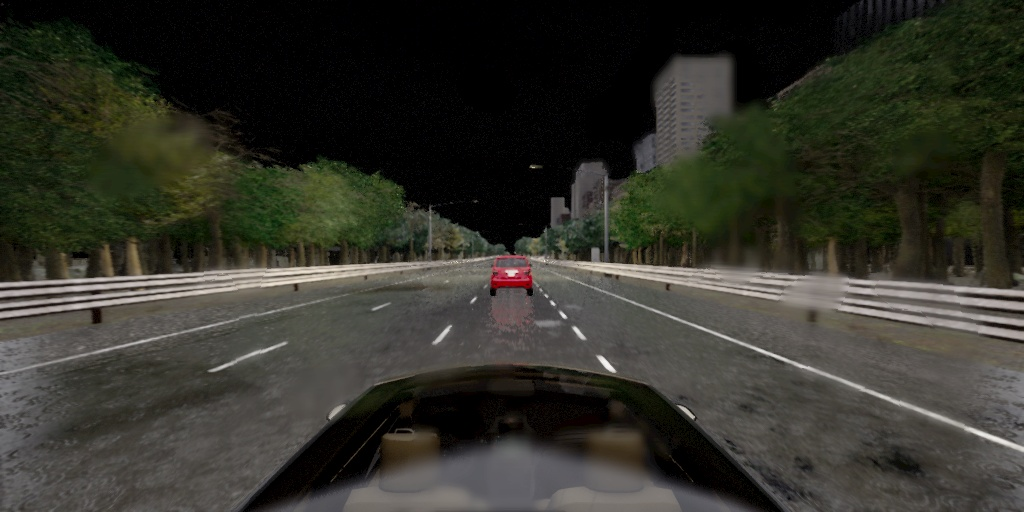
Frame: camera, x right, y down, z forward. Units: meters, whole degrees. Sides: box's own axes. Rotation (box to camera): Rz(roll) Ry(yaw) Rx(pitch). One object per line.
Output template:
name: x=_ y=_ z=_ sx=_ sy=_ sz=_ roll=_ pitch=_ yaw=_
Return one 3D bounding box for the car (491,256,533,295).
car: x=-0.024 y=1.009 z=20.286 sx=2.150 sy=2.045 sz=5.566 roll=0 pitch=0 yaw=0
